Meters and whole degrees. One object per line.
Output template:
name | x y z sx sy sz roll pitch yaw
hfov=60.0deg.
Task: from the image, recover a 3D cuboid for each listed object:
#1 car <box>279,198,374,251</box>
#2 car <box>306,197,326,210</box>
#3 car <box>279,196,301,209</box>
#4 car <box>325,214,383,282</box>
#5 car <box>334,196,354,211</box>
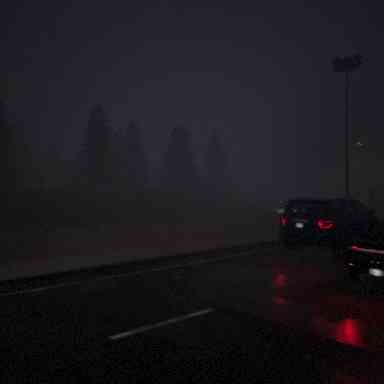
car | 5.673 1.238 13.258 5.566 2.045 2.150 0 0 -43
car | 16.634 1.536 44.592 1.882 1.535 5.008 0 0 28
car | 13.780 1.419 46.682 2.097 1.767 4.553 0 0 27
car | 5.760 1.499 8.693 4.902 1.511 2.128 0 0 -41
car | 19.894 1.401 43.305 2.097 1.767 4.553 0 0 28
